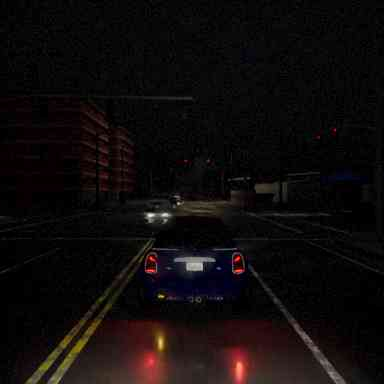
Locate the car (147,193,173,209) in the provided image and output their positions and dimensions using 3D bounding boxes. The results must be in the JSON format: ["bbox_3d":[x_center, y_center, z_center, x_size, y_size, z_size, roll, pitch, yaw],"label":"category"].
[{"bbox_3d":[-3.680,1.188,37.724,2.150,2.045,5.566,0,0,0],"label":"car"}]

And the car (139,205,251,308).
[{"bbox_3d":[0.056,1.352,8.074,2.097,1.767,4.553,0,0,0],"label":"car"}]

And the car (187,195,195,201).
[{"bbox_3d":[-0.189,1.500,81.242,1.837,1.490,4.892,0,0,0],"label":"car"}]

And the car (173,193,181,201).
[{"bbox_3d":[-3.669,1.225,72.544,2.150,2.045,5.566,0,0,0],"label":"car"}]

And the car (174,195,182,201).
[{"bbox_3d":[-3.704,1.533,87.555,2.033,1.411,5.357,0,0,0],"label":"car"}]

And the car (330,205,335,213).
[{"bbox_3d":[16.390,1.601,33.161,4.718,1.301,1.895,0,0,0],"label":"car"}]

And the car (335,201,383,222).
[{"bbox_3d":[14.432,1.547,25.803,5.357,1.411,2.033,0,0,-1],"label":"car"}]

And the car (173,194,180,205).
[{"bbox_3d":[-3.716,1.547,60.015,2.033,1.411,5.357,0,0,0],"label":"car"}]
